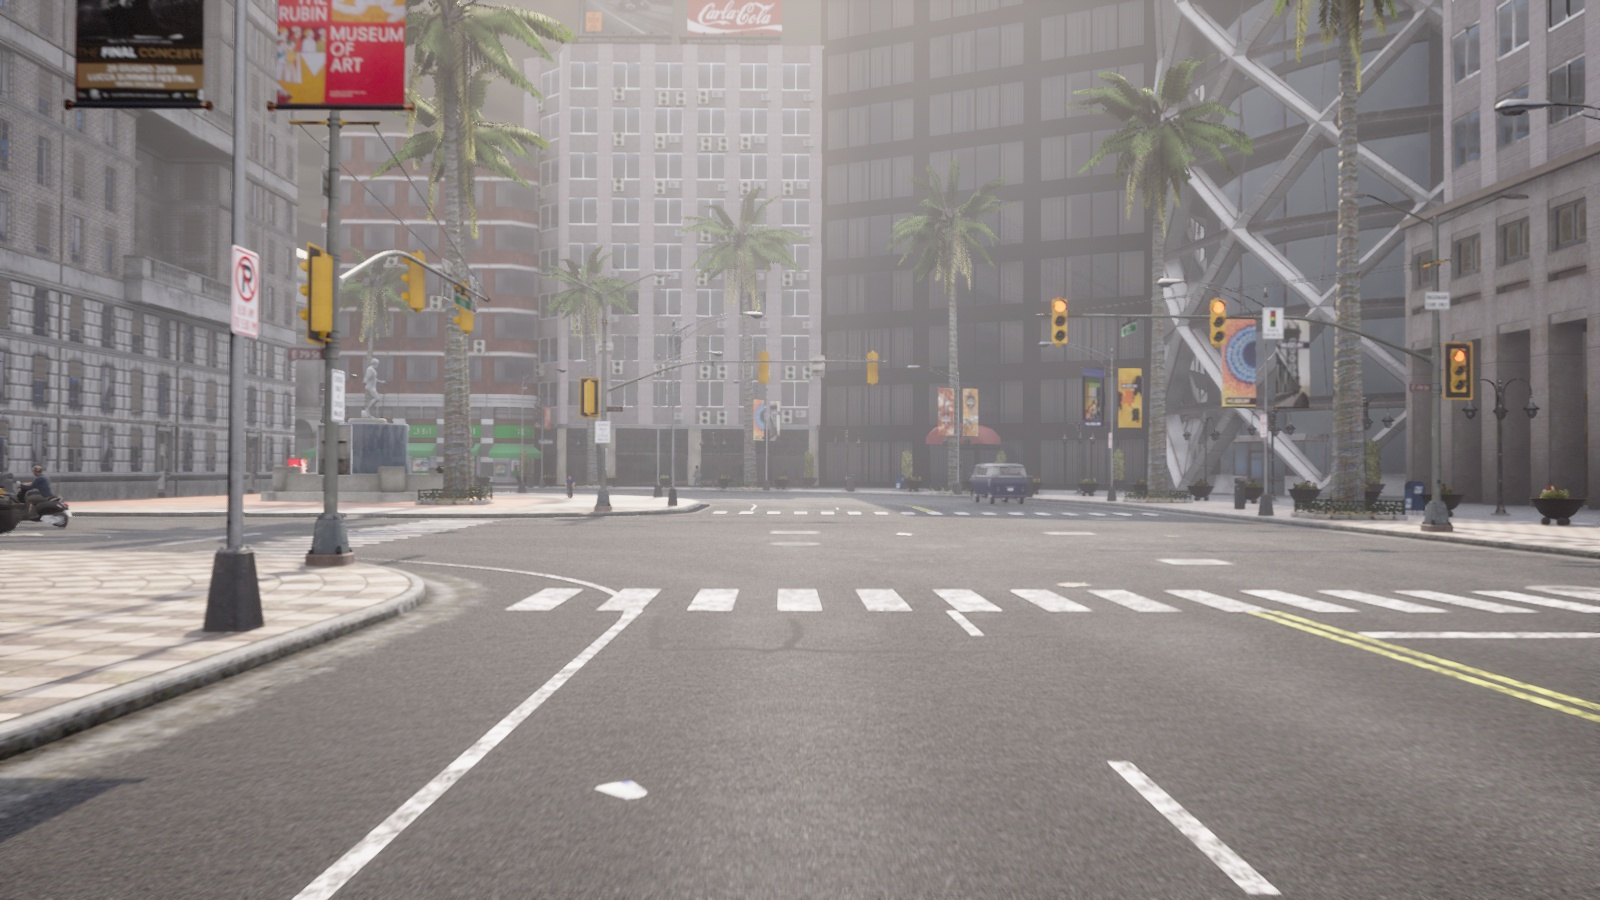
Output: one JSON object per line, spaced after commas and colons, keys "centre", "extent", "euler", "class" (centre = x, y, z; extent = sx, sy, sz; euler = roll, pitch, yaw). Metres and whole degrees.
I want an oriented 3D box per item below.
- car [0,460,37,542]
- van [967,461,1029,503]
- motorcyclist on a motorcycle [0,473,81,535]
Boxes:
{"centre": [-20.206, 1.175, 29.105], "extent": [3.866, 1.878, 1.905], "euler": [0, -1, 0], "class": "car"}
{"centre": [9.643, 1.551, 61.484], "extent": [1.775, 1.987, 4.442], "euler": [0, -1, -8], "class": "van"}
{"centre": [-19.836, 1.389, 32.603], "extent": [1.817, 1.590, 0.866], "euler": [0, -1, 0], "class": "motorcyclist on a motorcycle"}
